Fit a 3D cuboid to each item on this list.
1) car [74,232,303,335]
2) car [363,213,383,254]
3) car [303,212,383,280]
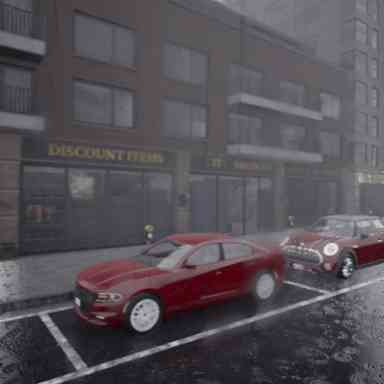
[{"bbox_3d":[-0.026,1.543,6.736,4.507,1.381,1.887,0,1,-36],"label":"car"},{"bbox_3d":[8.896,1.551,13.109,4.403,1.369,2.008,0,1,-36],"label":"car"},{"bbox_3d":[4.436,1.439,9.921,4.097,1.590,1.967,0,1,-36],"label":"car"}]
